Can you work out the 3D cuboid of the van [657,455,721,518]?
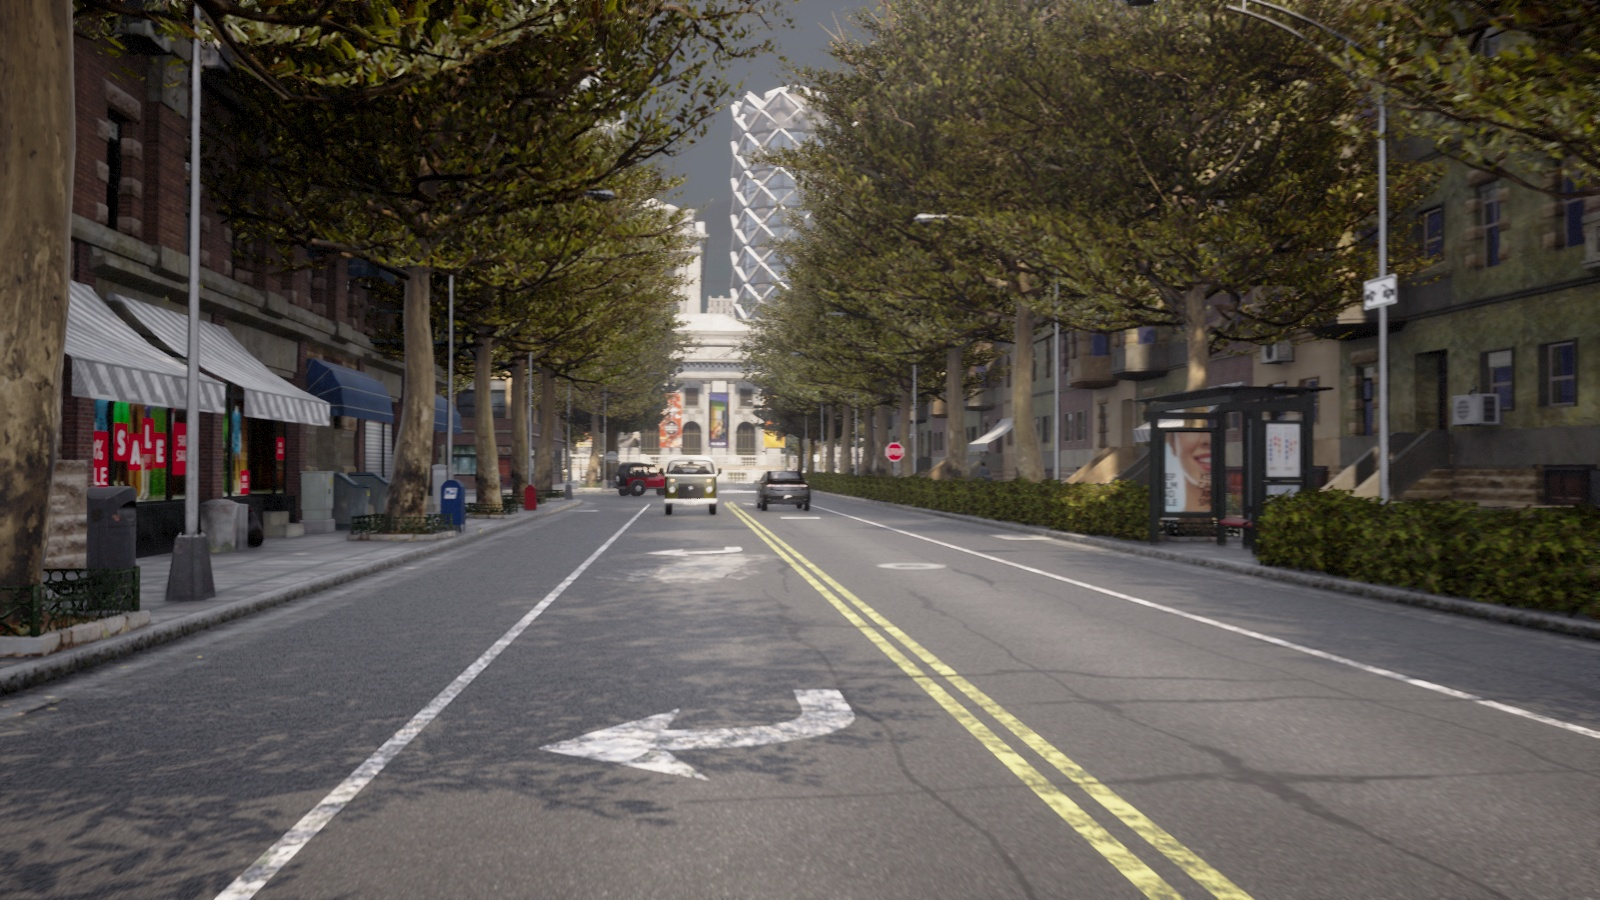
[{"bbox_3d":[-3.819,1.209,43.009,2.069,2.038,4.480,0,-1,-5],"label":"van"}]

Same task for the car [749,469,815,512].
[{"bbox_3d":[-0.751,1.501,47.884,2.128,1.511,4.902,0,-1,-5],"label":"car"}]

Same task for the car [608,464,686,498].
[{"bbox_3d":[-8.558,1.719,70.270,3.866,1.878,1.905,0,-1,-33],"label":"car"}]
